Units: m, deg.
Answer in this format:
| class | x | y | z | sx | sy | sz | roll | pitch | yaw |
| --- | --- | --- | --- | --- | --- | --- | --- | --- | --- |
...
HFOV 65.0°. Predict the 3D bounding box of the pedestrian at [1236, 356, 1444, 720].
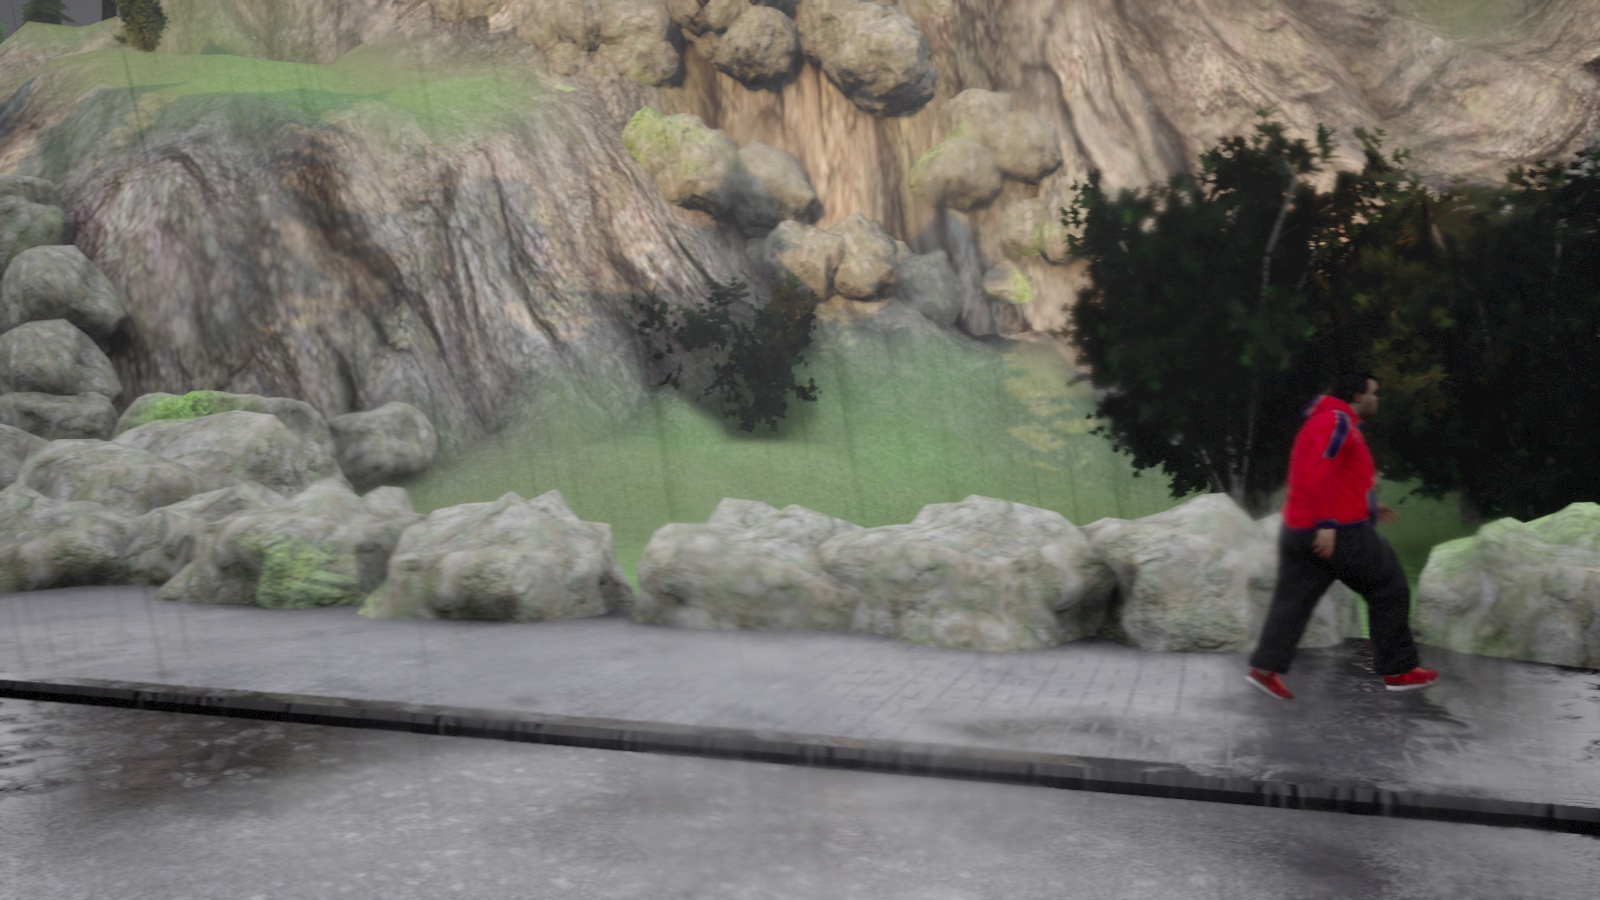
| class | x | y | z | sx | sy | sz | roll | pitch | yaw |
| --- | --- | --- | --- | --- | --- | --- | --- | --- | --- |
| pedestrian | 2.869 | 0.439 | 6.751 | 0.899 | 1.844 | 0.634 | 0 | 1 | 11 |
